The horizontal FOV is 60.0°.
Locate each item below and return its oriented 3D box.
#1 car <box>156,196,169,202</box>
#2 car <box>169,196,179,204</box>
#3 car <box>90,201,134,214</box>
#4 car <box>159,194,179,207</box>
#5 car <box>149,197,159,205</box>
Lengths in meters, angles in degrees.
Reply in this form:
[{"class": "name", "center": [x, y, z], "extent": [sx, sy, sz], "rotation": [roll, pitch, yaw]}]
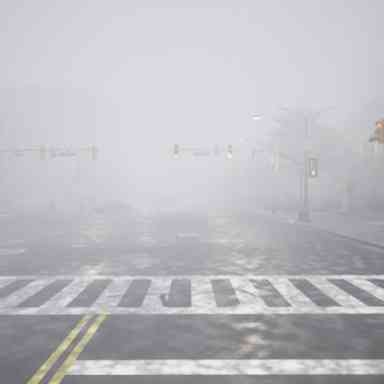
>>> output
[{"class": "car", "center": [-7.489, 1.813, 84.329], "extent": [1.812, 1.442, 4.674], "rotation": [0, 0, -25]}, {"class": "car", "center": [-3.753, 1.717, 69.602], "extent": [1.882, 1.535, 5.008], "rotation": [0, 0, 0]}, {"class": "car", "center": [-8.784, 1.678, 37.240], "extent": [2.033, 1.411, 5.357], "rotation": [0, 0, 31]}, {"class": "car", "center": [-3.728, 1.412, 54.908], "extent": [2.150, 2.045, 5.566], "rotation": [0, 0, 0]}, {"class": "car", "center": [-7.249, 1.771, 65.735], "extent": [2.033, 1.411, 5.357], "rotation": [0, 0, 0]}]
